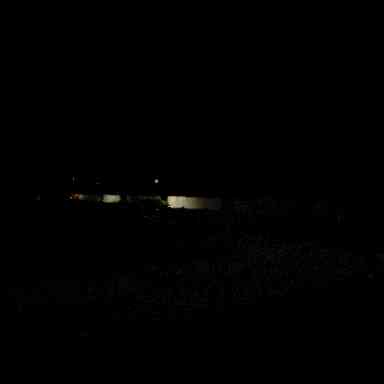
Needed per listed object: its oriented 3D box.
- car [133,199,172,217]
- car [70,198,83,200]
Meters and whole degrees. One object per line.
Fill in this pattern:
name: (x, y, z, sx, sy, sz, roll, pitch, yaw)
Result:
car: (-3.484, 1.416, 29.155, 1.882, 1.535, 5.008, 0, 0, -36)
car: (-16.387, 1.436, 47.386, 1.895, 1.301, 4.718, 0, 0, -35)
